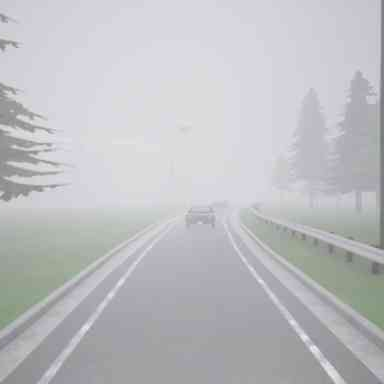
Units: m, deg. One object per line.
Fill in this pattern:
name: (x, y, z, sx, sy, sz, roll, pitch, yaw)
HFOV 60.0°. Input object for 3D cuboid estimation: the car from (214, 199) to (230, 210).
car: (3.736, 1.593, 42.809, 1.895, 1.301, 4.718, 0, 0, 14)

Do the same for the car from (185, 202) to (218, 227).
car: (0.648, 1.598, 22.681, 1.895, 1.301, 4.718, 0, 0, 4)
